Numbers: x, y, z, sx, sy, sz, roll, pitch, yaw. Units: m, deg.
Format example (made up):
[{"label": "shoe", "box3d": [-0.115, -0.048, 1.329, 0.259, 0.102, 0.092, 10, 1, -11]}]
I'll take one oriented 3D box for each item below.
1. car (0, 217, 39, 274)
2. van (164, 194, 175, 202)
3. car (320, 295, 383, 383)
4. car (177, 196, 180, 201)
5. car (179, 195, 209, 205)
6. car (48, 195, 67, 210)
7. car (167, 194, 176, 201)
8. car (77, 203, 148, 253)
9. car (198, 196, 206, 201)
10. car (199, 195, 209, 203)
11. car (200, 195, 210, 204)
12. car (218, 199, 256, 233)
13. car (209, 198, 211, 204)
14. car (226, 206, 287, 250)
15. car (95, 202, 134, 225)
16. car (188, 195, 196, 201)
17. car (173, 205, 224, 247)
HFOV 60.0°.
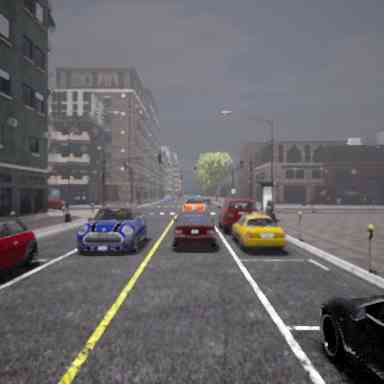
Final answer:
[{"label": "car", "box3d": [-5.689, 1.447, 8.537, 1.967, 1.590, 4.097, 0, 0, 0]}, {"label": "van", "box3d": [-5.678, 1.465, 80.199, 1.690, 1.788, 3.998, 0, 0, 0]}, {"label": "car", "box3d": [2.691, 1.569, 2.995, 1.947, 1.339, 4.313, 0, 0, 0]}, {"label": "car", "box3d": [-2.984, 1.665, 86.551, 1.812, 1.442, 4.674, 0, 0, 0]}, {"label": "car", "box3d": [0.299, 1.378, 31.202, 2.097, 1.767, 4.553, 0, 0, 4]}, {"label": "car", "box3d": [-17.266, 1.296, 39.392, 5.009, 1.841, 2.192, 0, 0, 0]}, {"label": "car", "box3d": [-5.676, 1.472, 91.593, 2.192, 1.841, 5.009, 0, 0, 0]}, {"label": "car", "box3d": [-3.093, 1.363, 13.759, 2.097, 1.767, 4.553, 0, 0, 0]}, {"label": "car", "box3d": [2.705, 1.708, 91.589, 2.008, 1.369, 4.403, 0, 0, 0]}, {"label": "car", "box3d": [2.702, 1.549, 74.499, 1.967, 1.590, 4.097, 0, 0, 0]}, {"label": "car", "box3d": [2.702, 1.535, 68.802, 1.967, 1.590, 4.097, 0, 0, 0]}, {"label": "car", "box3d": [2.694, 1.331, 19.614, 2.192, 1.841, 5.009, 0, 0, 0]}, {"label": "car", "box3d": [2.701, 1.632, 63.105, 2.008, 1.369, 4.403, 0, 0, 0]}, {"label": "car", "box3d": [2.693, 1.537, 14.244, 1.752, 1.417, 4.829, 0, 0, 0]}, {"label": "car", "box3d": [-5.687, 1.546, 24.986, 1.752, 1.417, 4.829, 0, 0, 0]}, {"label": "car", "box3d": [0.016, 1.663, 89.455, 2.128, 1.511, 4.902, 0, 0, 0]}, {"label": "car", "box3d": [0.104, 1.560, 15.173, 2.033, 1.411, 5.357, 0, 0, 0]}]
